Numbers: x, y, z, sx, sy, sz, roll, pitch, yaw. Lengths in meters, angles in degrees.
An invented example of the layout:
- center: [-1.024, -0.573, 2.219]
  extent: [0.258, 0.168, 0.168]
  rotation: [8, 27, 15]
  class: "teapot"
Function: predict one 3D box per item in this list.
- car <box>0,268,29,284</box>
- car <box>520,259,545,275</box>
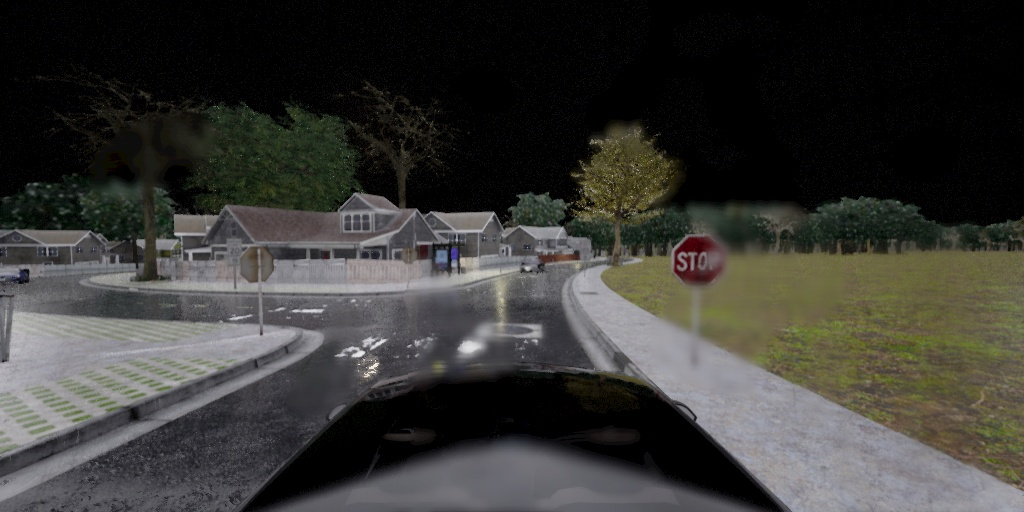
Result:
- center: [-45.357, 1.803, 32.330]
  extent: [4.674, 1.442, 1.812]
  rotation: [-1, 1, 42]
  class: "car"
- center: [2.159, 1.040, 36.402]
  extent: [2.128, 1.511, 4.902]
  rotation: [0, 1, 16]
  class: "car"
